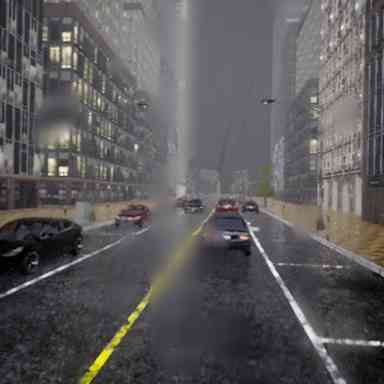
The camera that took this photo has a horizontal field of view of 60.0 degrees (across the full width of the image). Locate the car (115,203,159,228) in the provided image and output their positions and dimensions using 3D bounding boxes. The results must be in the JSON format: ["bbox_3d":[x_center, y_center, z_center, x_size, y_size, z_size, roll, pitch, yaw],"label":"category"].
[{"bbox_3d":[-3.603,1.468,21.406,1.802,1.307,4.206,2,0,6],"label":"car"}]

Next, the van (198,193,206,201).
[{"bbox_3d":[2.356,1.234,78.017,1.690,1.788,3.998,2,0,6],"label":"van"}]

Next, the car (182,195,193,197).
[{"bbox_3d":[-1.222,1.438,44.051,1.887,1.381,4.507,2,0,6],"label":"car"}]

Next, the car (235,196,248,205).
[{"bbox_3d":[8.898,1.518,60.143,1.967,1.590,4.097,2,0,6],"label":"car"}]

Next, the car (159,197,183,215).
[{"bbox_3d":[-2.412,1.441,32.729,2.008,1.369,4.403,2,0,6],"label":"car"}]

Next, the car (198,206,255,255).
[{"bbox_3d":[1.389,1.556,13.536,2.033,1.411,5.357,1,0,6],"label":"car"}]

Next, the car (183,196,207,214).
[{"bbox_3d":[0.378,1.455,34.254,1.837,1.490,4.892,1,0,6],"label":"car"}]

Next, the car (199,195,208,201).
[{"bbox_3d":[2.945,1.458,83.679,1.947,1.339,4.313,2,0,6],"label":"car"}]

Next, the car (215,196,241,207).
[{"bbox_3d":[3.245,1.368,31.168,2.097,1.767,4.553,1,0,6],"label":"car"}]

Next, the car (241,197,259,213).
[{"bbox_3d":[6.514,1.641,37.501,1.947,1.339,4.313,2,0,6],"label":"car"}]

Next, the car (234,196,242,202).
[{"bbox_3d":[10.699,1.601,77.295,1.752,1.417,4.829,2,0,6],"label":"car"}]

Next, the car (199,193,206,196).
[{"bbox_3d":[1.757,1.334,72.355,1.967,1.590,4.097,2,0,6],"label":"car"}]

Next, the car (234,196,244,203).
[{"bbox_3d":[10.085,1.658,71.465,1.802,1.307,4.206,2,0,6],"label":"car"}]

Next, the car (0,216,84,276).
[{"bbox_3d":[-4.793,1.446,10.085,1.947,1.339,4.313,1,0,6],"label":"car"}]

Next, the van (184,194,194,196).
[{"bbox_3d":[-0.621,1.236,49.712,1.690,1.788,3.998,2,0,6],"label":"van"}]
